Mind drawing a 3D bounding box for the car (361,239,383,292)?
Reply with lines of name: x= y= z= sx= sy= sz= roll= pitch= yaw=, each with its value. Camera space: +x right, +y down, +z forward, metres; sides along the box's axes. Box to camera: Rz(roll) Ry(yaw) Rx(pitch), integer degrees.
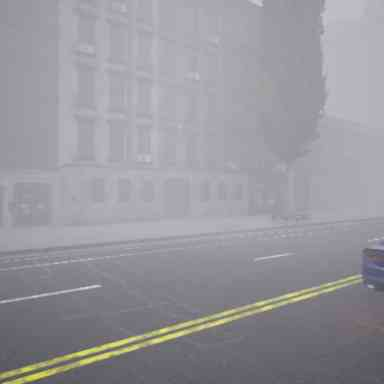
car: x=5.927 y=1.478 z=7.700 sx=5.008 sy=1.535 sz=1.882 roll=0 pitch=0 yaw=-35
